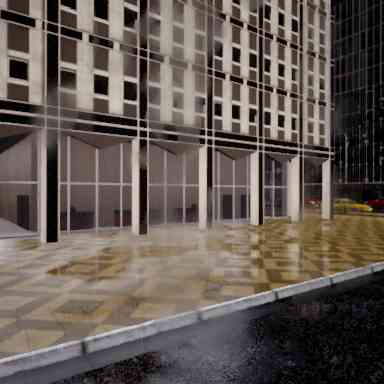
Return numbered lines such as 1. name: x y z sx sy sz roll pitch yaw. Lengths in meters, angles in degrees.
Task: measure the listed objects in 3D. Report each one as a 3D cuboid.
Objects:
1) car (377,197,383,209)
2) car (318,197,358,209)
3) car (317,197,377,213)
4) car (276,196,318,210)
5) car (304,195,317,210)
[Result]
1. car: 22.620 1.324 39.267 1.967 1.590 4.097 1 0 -36
2. car: 19.225 1.401 43.819 2.008 1.369 4.403 1 0 -36
3. car: 15.766 1.386 34.004 1.752 1.417 4.829 1 0 -36
4. car: 13.209 1.326 42.051 1.837 1.490 4.892 0 0 -36
5. car: 12.321 1.142 38.729 2.192 1.841 5.009 1 0 -36
